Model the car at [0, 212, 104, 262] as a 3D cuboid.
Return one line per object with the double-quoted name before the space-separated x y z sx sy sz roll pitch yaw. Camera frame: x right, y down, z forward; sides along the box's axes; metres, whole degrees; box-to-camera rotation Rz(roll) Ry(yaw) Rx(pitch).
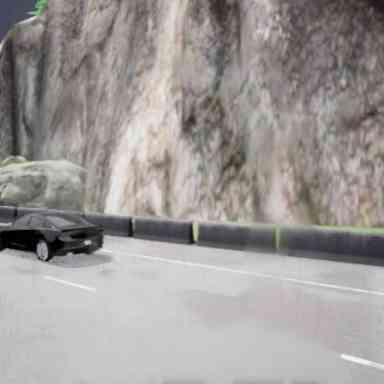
"car" -5.356 1.459 12.110 5.008 1.535 1.882 0 0 36
